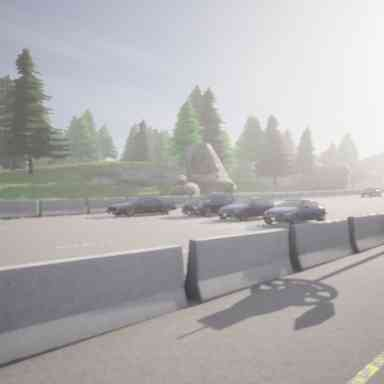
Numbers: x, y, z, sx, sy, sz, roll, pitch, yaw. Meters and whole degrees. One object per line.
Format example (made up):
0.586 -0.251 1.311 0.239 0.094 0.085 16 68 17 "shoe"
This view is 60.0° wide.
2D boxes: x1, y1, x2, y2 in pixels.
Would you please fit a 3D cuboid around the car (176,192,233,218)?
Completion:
1.448 0.830 24.507 4.553 1.767 2.097 -1 2 -41 "car"

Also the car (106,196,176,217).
-3.586 1.025 24.749 5.357 1.411 2.033 -1 2 -41 "car"

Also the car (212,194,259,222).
3.764 1.062 21.888 4.674 1.442 1.812 -1 2 -41 "car"

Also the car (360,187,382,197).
28.496 0.016 52.923 4.892 1.490 1.837 -2 2 -41 "car"

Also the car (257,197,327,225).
6.077 1.120 19.262 4.674 1.442 1.812 -1 2 -41 "car"
